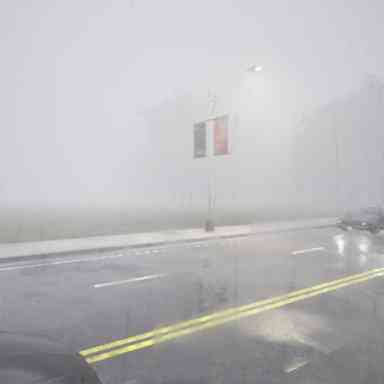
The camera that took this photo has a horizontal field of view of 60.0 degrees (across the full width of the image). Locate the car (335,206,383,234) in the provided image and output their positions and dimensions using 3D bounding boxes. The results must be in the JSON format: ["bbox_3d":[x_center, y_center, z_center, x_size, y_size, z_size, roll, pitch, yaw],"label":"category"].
[{"bbox_3d":[10.518,1.532,19.185,5.357,1.411,2.033,0,0,-36],"label":"car"}]

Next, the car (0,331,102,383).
[{"bbox_3d":[-2.799,1.493,1.443,4.902,1.511,2.128,0,0,-36],"label":"car"}]
